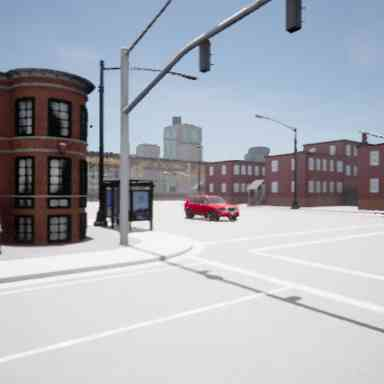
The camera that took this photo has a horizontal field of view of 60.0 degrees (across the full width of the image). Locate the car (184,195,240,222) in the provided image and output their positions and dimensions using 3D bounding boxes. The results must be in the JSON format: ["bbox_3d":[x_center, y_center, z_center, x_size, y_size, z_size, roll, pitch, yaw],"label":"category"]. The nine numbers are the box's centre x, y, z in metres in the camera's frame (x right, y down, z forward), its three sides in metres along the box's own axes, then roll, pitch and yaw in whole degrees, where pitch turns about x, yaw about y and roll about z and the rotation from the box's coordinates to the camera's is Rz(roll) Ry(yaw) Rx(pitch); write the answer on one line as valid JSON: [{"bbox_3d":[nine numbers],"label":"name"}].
[{"bbox_3d":[1.500,1.290,27.479,2.150,2.045,5.566,0,0,-35],"label":"car"}]
